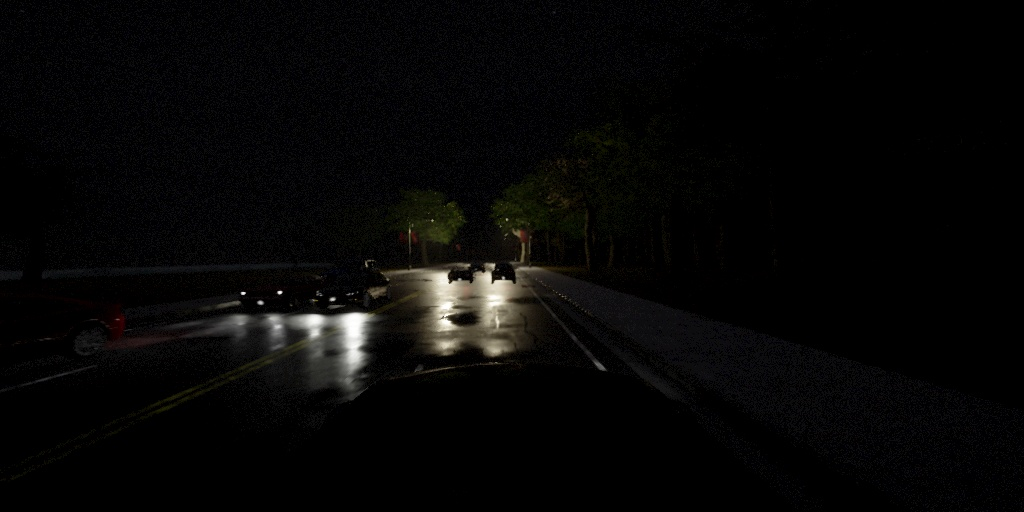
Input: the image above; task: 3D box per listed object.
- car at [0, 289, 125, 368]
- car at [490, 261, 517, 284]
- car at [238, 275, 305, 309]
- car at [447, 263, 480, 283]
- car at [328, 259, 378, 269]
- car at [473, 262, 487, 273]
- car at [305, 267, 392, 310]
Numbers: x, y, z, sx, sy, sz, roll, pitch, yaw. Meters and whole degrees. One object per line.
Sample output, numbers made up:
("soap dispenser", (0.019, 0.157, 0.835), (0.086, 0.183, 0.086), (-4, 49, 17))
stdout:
("car", (-9.903, 1.420, 6.168), (1.882, 1.535, 5.008), (-1, 0, -2))
("car", (-0.671, 1.316, 28.024), (1.837, 1.490, 4.892), (-1, 0, -1))
("car", (-10.106, 1.565, 16.525), (1.895, 1.301, 4.718), (-1, 0, -2))
("car", (-3.941, 1.474, 28.946), (1.895, 1.301, 4.718), (-1, 0, -1))
("car", (-10.373, 1.203, 23.326), (2.150, 2.045, 5.566), (-1, 0, -1))
("car", (-4.391, 1.437, 46.199), (1.812, 1.442, 4.674), (-1, 0, -1))
("car", (-6.849, 1.413, 15.992), (1.837, 1.490, 4.892), (-1, 0, -1))
